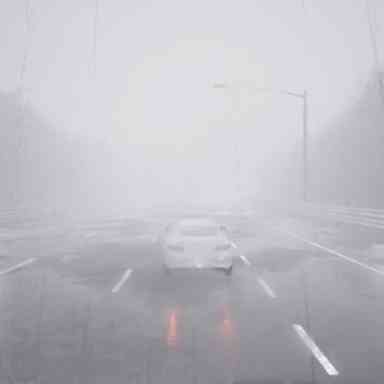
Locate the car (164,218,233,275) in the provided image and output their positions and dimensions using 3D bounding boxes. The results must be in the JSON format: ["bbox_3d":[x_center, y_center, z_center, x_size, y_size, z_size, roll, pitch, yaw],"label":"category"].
[{"bbox_3d":[0.128,1.520,10.280,1.812,1.442,4.674,0,0,-2],"label":"car"}]
